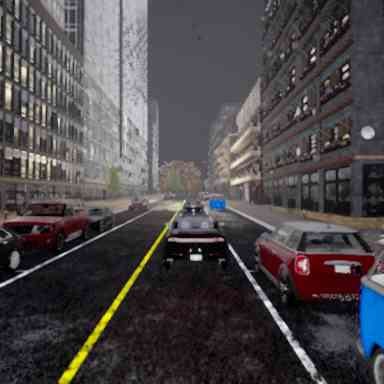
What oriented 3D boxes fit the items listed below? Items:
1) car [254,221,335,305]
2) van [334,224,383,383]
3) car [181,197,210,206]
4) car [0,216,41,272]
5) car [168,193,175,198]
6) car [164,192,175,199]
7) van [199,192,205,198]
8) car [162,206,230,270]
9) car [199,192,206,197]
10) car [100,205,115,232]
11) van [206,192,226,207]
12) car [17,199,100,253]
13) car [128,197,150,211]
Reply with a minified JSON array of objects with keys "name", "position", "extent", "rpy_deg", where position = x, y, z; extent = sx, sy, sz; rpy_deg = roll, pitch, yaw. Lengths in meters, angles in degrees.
[{"name":"car","position":[2.705,1.394,7.920],"extent":[1.967,1.590,4.097],"rpy_deg":[1,0,0]},{"name":"van","position":[2.706,1.328,2.262],"extent":[1.690,1.788,3.998],"rpy_deg":[1,0,0]},{"name":"car","position":[0.107,1.392,27.257],"extent":[2.033,1.411,5.357],"rpy_deg":[0,0,0]},{"name":"car","position":[-5.677,1.505,7.915],"extent":[2.008,1.369,4.403],"rpy_deg":[1,0,0]},{"name":"car","position":[-5.635,1.001,92.604],"extent":[1.752,1.417,4.829],"rpy_deg":[1,0,0]},{"name":"car","position":[-5.669,0.853,81.457],"extent":[2.192,1.841,5.009],"rpy_deg":[1,0,0]},{"name":"van","position":[2.720,0.815,92.778],"extent":[1.690,1.788,3.998],"rpy_deg":[1,0,0]},{"name":"car","position":[0.103,1.429,10.834],"extent":[2.128,1.511,4.902],"rpy_deg":[0,0,0]},{"name":"car","position":[2.711,1.216,58.835],"extent":[2.008,1.369,4.403],"rpy_deg":[1,0,0]},{"name":"car","position":[-5.675,1.456,19.229],"extent":[1.947,1.339,4.313],"rpy_deg":[1,0,0]},{"name":"van","position":[2.711,1.134,36.205],"extent":[1.690,1.788,3.998],"rpy_deg":[1,0,0]},{"name":"car","position":[-5.672,1.237,13.571],"extent":[2.192,1.841,5.009],"rpy_deg":[1,0,0]},{"name":"car","position":[-5.671,1.233,36.201],"extent":[1.967,1.590,4.097],"rpy_deg":[1,0,0]}]
